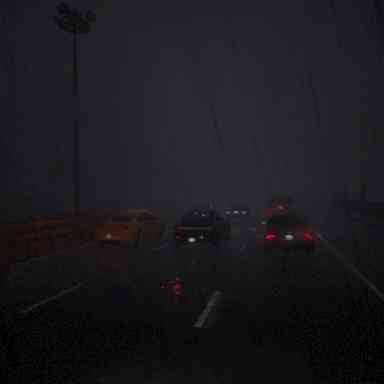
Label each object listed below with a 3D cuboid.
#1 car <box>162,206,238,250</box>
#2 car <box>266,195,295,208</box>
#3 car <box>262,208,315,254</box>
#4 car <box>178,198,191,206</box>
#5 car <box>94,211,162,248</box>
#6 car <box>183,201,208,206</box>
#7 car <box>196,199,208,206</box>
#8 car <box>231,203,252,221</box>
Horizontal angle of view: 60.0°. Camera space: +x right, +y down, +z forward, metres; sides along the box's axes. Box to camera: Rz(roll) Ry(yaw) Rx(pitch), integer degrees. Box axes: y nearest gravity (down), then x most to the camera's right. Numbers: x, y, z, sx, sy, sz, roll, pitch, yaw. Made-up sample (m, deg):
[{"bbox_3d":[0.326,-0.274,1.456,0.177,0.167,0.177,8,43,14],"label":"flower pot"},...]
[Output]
[{"bbox_3d":[0.579,1.589,14.872,2.128,1.511,4.902,-1,0,14],"label":"car"},{"bbox_3d":[7.522,1.305,28.319,2.150,2.045,5.566,-1,0,14],"label":"car"},{"bbox_3d":[3.901,1.587,13.734,2.033,1.411,5.357,-1,0,14],"label":"car"},{"bbox_3d":[-1.425,2.022,67.598,1.812,1.442,4.674,-1,0,9],"label":"car"},{"bbox_3d":[-2.773,1.631,15.890,1.882,1.535,5.008,-1,0,14],"label":"car"},{"bbox_3d":[0.809,1.766,30.307,1.994,1.385,4.181,-1,0,14],"label":"car"},{"bbox_3d":[2.038,2.041,67.173,1.895,1.301,4.718,-1,0,9],"label":"car"},{"bbox_3d":[4.124,1.692,29.134,2.033,1.411,5.357,-1,0,14],"label":"car"}]
